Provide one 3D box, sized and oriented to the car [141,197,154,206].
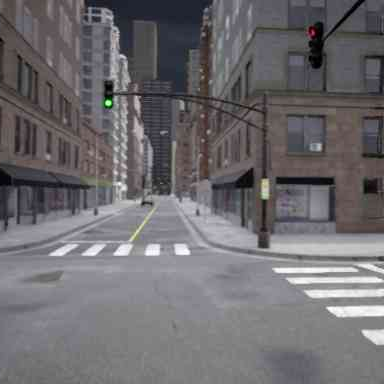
[{"bbox_3d":[-7.364,1.545,55.084,1.882,1.535,5.008,1,0,-4],"label":"car"}]
